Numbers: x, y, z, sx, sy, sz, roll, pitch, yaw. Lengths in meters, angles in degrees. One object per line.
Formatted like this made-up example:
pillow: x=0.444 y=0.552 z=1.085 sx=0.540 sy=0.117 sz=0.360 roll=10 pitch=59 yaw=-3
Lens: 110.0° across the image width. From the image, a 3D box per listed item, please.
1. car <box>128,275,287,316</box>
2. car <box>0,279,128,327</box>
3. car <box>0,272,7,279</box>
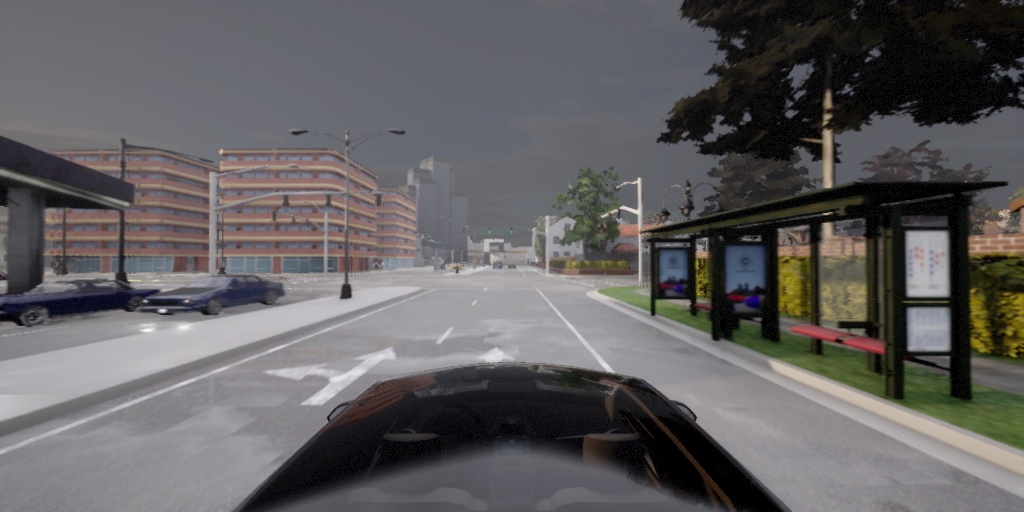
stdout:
car: x=-11.535 y=1.464 z=14.505 sx=2.033 sy=1.411 sz=5.357 roll=0 pitch=-1 yaw=0
car: x=-15.074 y=1.487 z=12.208 sx=1.895 sy=1.301 sz=4.718 roll=0 pitch=-1 yaw=1
car: x=-50.062 y=1.726 z=33.462 sx=4.181 sy=1.385 sz=1.994 roll=0 pitch=-1 yaw=0
